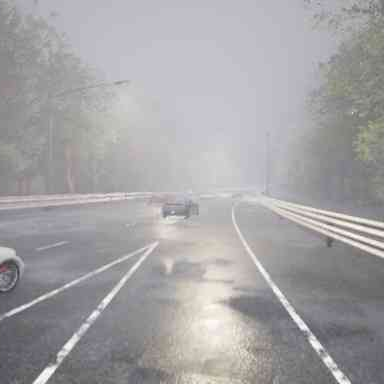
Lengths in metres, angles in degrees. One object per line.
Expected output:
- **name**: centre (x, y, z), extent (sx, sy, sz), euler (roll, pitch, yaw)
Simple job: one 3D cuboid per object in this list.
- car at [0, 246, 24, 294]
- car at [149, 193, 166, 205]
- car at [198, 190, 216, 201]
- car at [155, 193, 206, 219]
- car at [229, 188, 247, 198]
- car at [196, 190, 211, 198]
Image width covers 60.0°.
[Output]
- **car**: centre (-5.041, 1.404, 5.611), extent (1.812, 1.442, 4.674), euler (1, 1, 13)
- **car**: centre (-3.906, 0.791, 41.351), extent (1.812, 1.442, 4.674), euler (1, 1, 13)
- **car**: centre (2.676, 0.693, 54.182), extent (1.895, 1.301, 4.718), euler (1, 1, 13)
- **car**: centre (-0.715, 1.098, 24.182), extent (2.128, 1.511, 4.902), euler (1, 1, 13)
- **car**: centre (9.262, 0.464, 67.027), extent (2.033, 1.411, 5.357), euler (1, 1, 13)
- **car**: centre (2.445, 0.317, 68.618), extent (2.128, 1.511, 4.902), euler (1, 1, 13)
